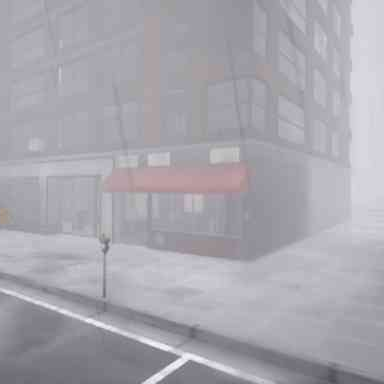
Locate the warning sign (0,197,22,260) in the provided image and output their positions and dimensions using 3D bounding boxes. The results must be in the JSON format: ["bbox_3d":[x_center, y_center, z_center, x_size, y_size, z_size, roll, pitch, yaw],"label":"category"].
[{"bbox_3d":[-6.128,1.098,10.177,1.060,1.860,1.300,1,0,35],"label":"warning sign"}]
